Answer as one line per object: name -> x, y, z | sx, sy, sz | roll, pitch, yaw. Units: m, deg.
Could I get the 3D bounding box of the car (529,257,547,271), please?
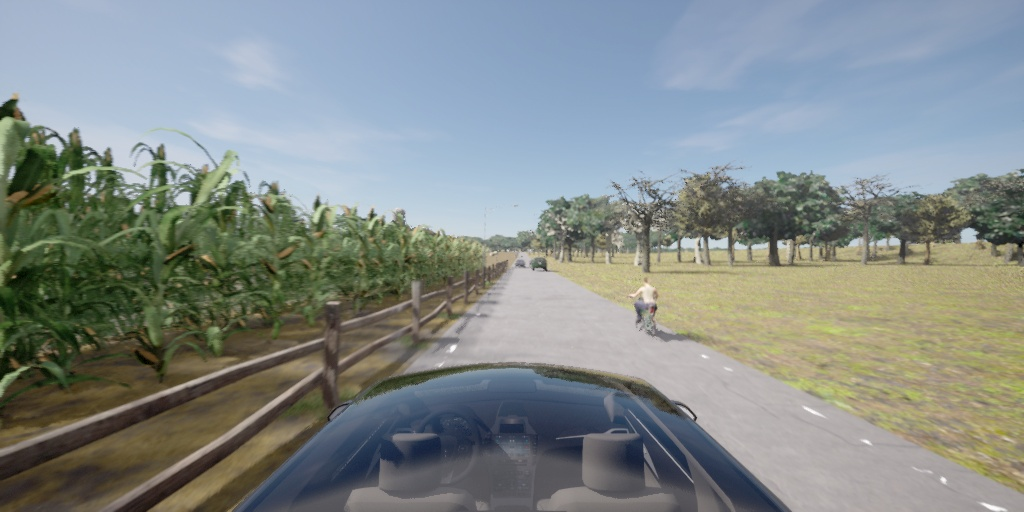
car -> 4.108, 1.163, 54.114 | 2.150, 2.045, 5.566 | 1, 0, 2

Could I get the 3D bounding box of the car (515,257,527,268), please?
car -> 1.448, 1.346, 62.843 | 1.837, 1.490, 4.892 | 1, 0, 2

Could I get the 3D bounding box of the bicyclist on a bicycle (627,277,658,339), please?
bicyclist on a bicycle -> 3.652, 1.368, 9.848 | 0.866, 1.612, 1.509 | 1, 0, 1
